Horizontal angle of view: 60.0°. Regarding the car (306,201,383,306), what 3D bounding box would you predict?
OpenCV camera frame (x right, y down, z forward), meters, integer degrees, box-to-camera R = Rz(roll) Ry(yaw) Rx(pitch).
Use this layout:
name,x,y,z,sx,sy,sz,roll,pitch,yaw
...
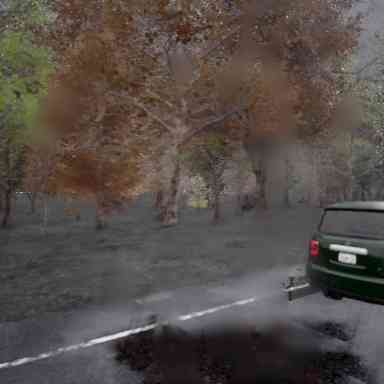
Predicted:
name,x,y,z,sx,sy,sz,roll,pitch,yaw
car,4.811,1.211,7.186,5.566,2.045,2.150,0,0,-35
